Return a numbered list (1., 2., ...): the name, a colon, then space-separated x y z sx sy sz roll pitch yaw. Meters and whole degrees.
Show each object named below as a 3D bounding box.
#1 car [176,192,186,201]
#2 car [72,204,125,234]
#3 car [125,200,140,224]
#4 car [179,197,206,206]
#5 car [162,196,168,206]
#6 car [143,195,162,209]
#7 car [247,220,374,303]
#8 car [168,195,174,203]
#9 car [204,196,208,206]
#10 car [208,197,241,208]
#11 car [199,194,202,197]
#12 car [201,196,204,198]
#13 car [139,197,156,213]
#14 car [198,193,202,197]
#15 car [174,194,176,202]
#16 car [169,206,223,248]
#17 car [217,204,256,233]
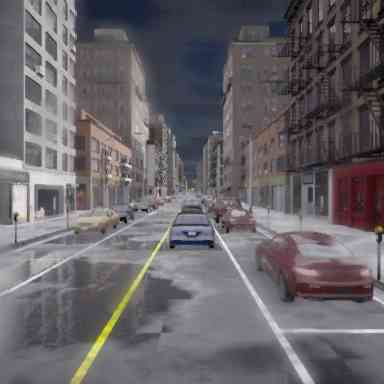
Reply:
1. car: -2.750 1.167 76.713 2.150 2.045 5.566 0 0 0
2. car: -5.388 1.519 19.090 1.752 1.417 4.829 0 0 0
3. car: -5.387 1.556 24.942 1.947 1.339 4.313 0 0 0
4. car: 0.000 1.504 29.650 1.837 1.490 4.892 0 0 0
5. car: -5.387 1.411 53.351 1.967 1.590 4.097 0 0 0
6. car: -5.387 1.294 41.987 2.192 1.841 5.009 0 0 0
7. car: 2.637 1.579 7.903 1.802 1.307 4.206 0 0 0
8. car: -5.387 1.541 70.396 1.802 1.307 4.206 0 0 0
9. car: 2.638 1.423 36.310 1.967 1.590 4.097 0 0 0
10. car: 2.638 1.305 24.948 2.192 1.841 5.009 0 0 0
11. car: 2.638 1.533 59.035 1.947 1.339 4.313 0 0 0
12. car: 2.638 1.526 47.672 2.008 1.369 4.403 0 0 0
13. car: -5.387 1.548 36.305 1.947 1.339 4.313 0 0 0
14. car: 2.638 1.484 70.567 1.752 1.417 4.829 0 0 0
15. car: -5.387 1.505 76.078 2.008 1.369 4.403 0 0 0
16. car: 0.000 1.559 14.650 2.033 1.411 5.357 0 0 0
17. car: 2.638 1.576 19.266 1.802 1.307 4.206 0 0 0
